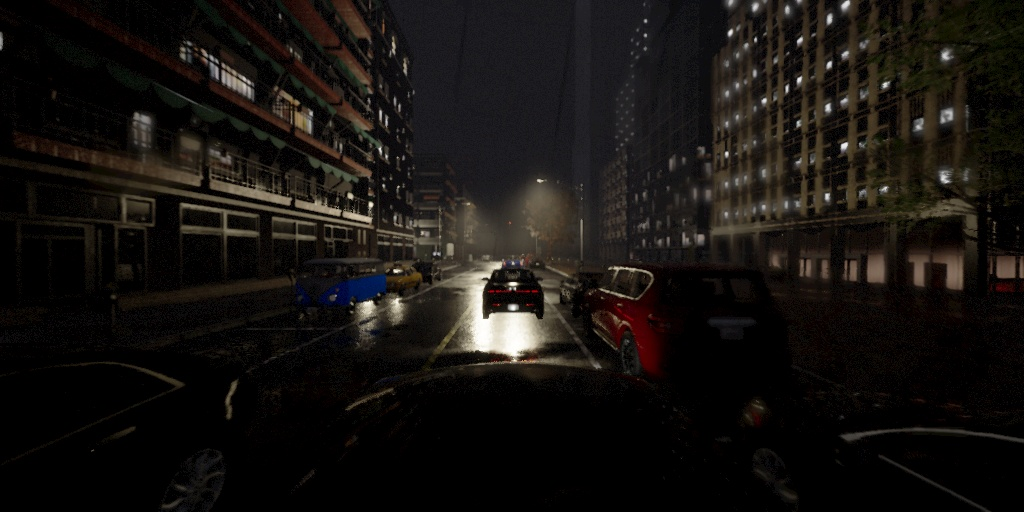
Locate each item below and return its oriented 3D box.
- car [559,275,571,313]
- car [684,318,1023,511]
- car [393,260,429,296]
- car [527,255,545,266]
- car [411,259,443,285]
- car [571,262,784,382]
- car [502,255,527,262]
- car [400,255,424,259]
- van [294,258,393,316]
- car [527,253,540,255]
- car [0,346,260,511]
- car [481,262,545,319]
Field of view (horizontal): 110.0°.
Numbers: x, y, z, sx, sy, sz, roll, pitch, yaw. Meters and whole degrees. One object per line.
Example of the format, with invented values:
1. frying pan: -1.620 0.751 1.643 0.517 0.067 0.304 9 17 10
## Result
1. car: 2.693 1.190 12.308 1.948 1.339 4.313 0 0 0
2. car: 2.692 1.306 1.264 2.007 1.370 4.403 0 0 0
3. car: -5.687 1.085 17.663 1.751 1.417 4.829 0 0 0
4. car: 2.697 0.878 39.921 1.948 1.339 4.313 0 0 0
5. car: -5.686 1.062 23.355 1.948 1.339 4.313 0 0 0
6. car: 2.693 1.004 6.787 2.192 1.841 5.009 0 0 0
7. car: 0.104 0.714 35.473 2.097 1.767 4.553 0 1 0
8. car: -16.427 0.449 58.414 4.403 1.370 2.007 0 0 -1
9. van: -5.688 0.965 12.310 1.690 1.789 3.998 0 0 0
10. car: 2.698 0.566 45.444 2.192 1.841 5.009 0 0 0
11. car: -3.100 1.262 1.096 1.837 1.490 4.892 0 1 0
12. car: 0.022 1.130 12.181 1.837 1.490 4.892 0 0 0
